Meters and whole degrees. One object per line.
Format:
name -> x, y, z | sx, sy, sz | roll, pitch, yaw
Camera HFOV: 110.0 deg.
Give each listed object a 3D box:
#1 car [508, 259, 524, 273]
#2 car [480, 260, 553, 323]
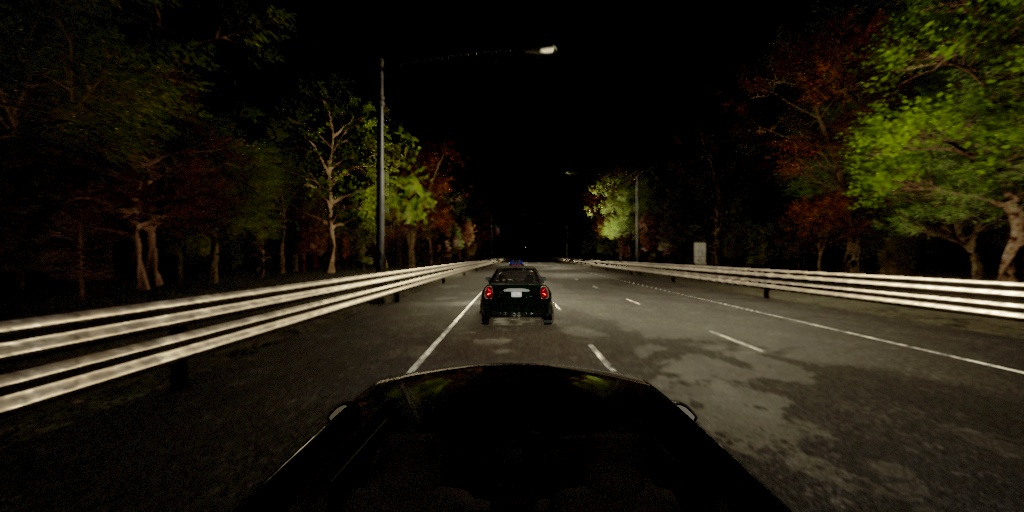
car -> 0.554, 1.219, 44.627 | 1.882, 1.535, 5.008 | 0, 0, 1
car -> 0.138, 1.100, 12.190 | 2.097, 1.767, 4.553 | 0, 0, 0
